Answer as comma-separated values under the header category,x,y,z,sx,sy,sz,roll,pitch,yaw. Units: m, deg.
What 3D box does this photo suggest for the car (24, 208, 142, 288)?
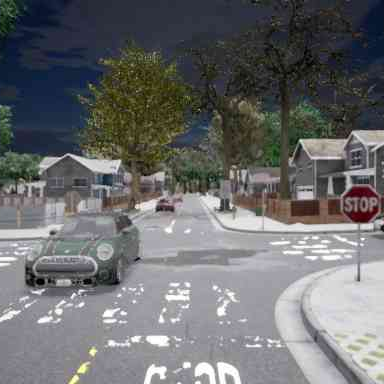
category,x,y,z,sx,sy,sz,roll,pitch,yaw
car,-2.745,1.379,9.377,2.097,1.767,4.553,0,-1,0

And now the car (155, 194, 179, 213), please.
category,x,y,z,sx,sy,sz,roll,pitch,yaw
car,-2.686,1.335,34.495,1.882,1.535,5.008,0,1,0

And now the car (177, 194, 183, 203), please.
category,x,y,z,sx,sy,sz,roll,pitch,yaw
car,-2.638,1.070,59.403,1.882,1.535,5.008,0,1,0

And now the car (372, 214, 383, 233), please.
category,x,y,z,sx,sy,sz,roll,pitch,yaw
car,10.346,1.135,14.141,4.902,1.511,2.128,-2,0,0
